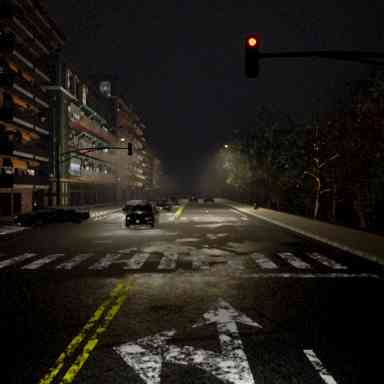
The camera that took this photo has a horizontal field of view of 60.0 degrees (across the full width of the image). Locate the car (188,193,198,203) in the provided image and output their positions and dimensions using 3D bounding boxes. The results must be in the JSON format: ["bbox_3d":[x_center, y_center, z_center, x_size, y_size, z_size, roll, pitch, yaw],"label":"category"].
[{"bbox_3d":[0.316,1.512,66.466,2.128,1.511,4.902,0,0,0],"label":"car"}]

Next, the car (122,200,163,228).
[{"bbox_3d":[-3.283,1.546,22.560,1.837,1.490,4.892,0,0,0],"label":"car"}]

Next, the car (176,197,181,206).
[{"bbox_3d":[-3.161,1.538,54.825,1.812,1.442,4.674,0,0,0],"label":"car"}]

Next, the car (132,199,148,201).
[{"bbox_3d":[-6.481,1.605,37.255,1.895,1.301,4.718,0,0,0],"label":"car"}]

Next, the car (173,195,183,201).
[{"bbox_3d":[-3.022,1.233,70.216,1.895,1.301,4.718,0,0,0],"label":"car"}]

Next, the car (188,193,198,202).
[{"bbox_3d":[0.249,1.253,76.556,2.150,2.045,5.566,0,0,0],"label":"car"}]

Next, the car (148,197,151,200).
[{"bbox_3d":[-6.411,1.504,55.057,2.128,1.511,4.902,0,0,0],"label":"car"}]

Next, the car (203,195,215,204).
[{"bbox_3d":[3.464,1.525,66.049,1.837,1.490,4.892,0,0,0],"label":"car"}]

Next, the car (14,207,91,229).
[{"bbox_3d":[-9.529,1.697,22.867,1.895,1.301,4.718,0,0,40],"label":"car"}]

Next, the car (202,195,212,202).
[{"bbox_3d":[3.498,1.498,76.468,2.033,1.411,5.357,0,0,0],"label":"car"}]

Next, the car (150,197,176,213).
[{"bbox_3d":[-3.228,1.507,37.843,1.837,1.490,4.892,0,1,0],"label":"car"}]
